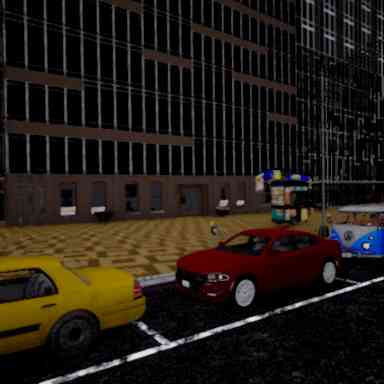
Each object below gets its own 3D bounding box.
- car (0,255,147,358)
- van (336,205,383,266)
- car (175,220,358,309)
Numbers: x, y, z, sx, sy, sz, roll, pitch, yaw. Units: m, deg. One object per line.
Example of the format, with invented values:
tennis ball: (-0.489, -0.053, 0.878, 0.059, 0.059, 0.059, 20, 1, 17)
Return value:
car: (-3.008, 1.525, 4.430, 4.829, 1.417, 1.752, 0, -1, -36)
van: (6.282, 1.333, 11.069, 3.998, 1.788, 1.690, 0, -1, -36)
car: (1.708, 1.540, 7.797, 4.507, 1.381, 1.887, 0, -1, -36)
